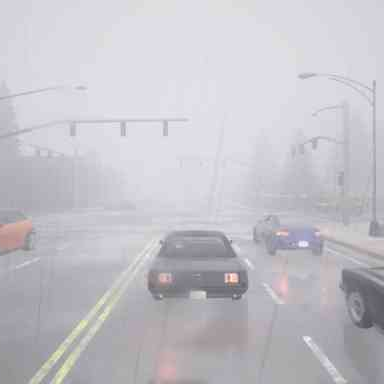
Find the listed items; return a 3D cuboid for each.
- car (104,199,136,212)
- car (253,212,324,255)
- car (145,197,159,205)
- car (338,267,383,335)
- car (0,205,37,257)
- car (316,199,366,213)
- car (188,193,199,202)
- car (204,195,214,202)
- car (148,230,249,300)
[{"bbox_3d":[-8.488,1.564,39.550,1.994,1.385,4.181,0,0,27],"label":"car"},{"bbox_3d":[3.638,1.526,13.111,1.812,1.442,4.674,0,0,0],"label":"car"},{"bbox_3d":[-6.828,1.525,57.513,1.812,1.442,4.674,0,0,0],"label":"car"},{"bbox_3d":[3.614,1.601,4.008,1.895,1.301,4.718,0,0,0],"label":"car"},{"bbox_3d":[-7.054,1.352,10.934,2.097,1.767,4.553,0,0,0],"label":"car"},{"bbox_3d":[16.084,1.478,36.090,5.008,1.535,1.882,0,0,0],"label":"car"},{"bbox_3d":[0.336,1.225,74.891,2.150,2.045,5.566,0,0,0],"label":"car"},{"bbox_3d":[3.840,1.355,74.996,2.097,1.767,4.553,0,0,0],"label":"car"},{"bbox_3d":[0.100,1.601,8.320,1.895,1.301,4.718,0,0,0],"label":"car"}]
